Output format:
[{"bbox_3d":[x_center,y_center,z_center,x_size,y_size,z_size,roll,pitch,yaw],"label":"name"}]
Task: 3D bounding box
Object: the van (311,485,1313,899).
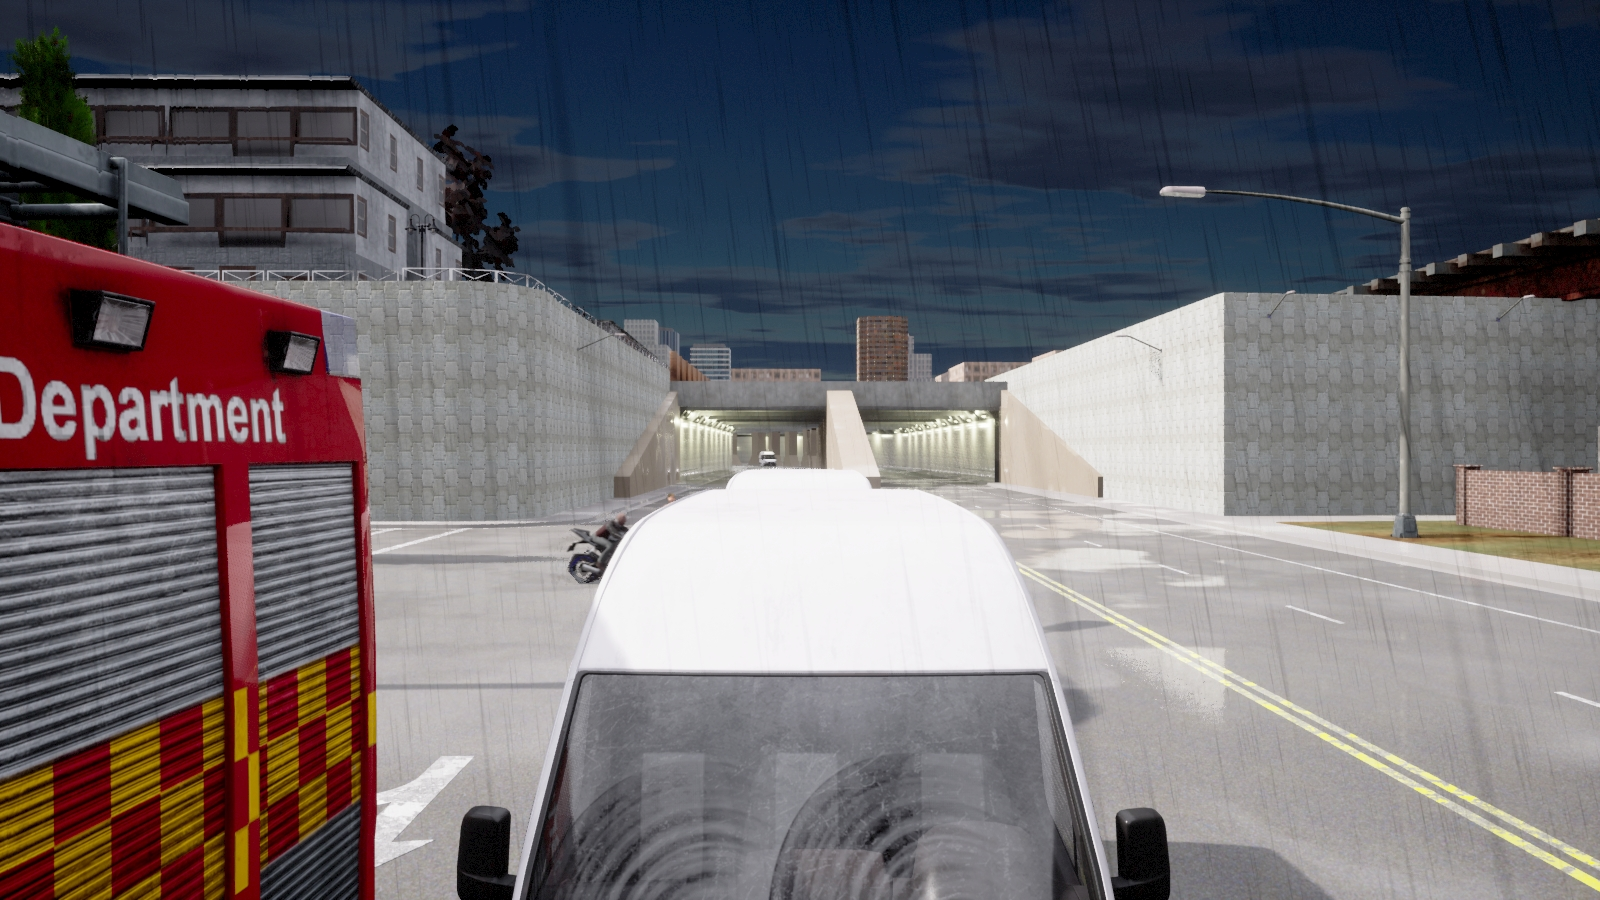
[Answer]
[{"bbox_3d":[0.047,1.534,5.226,1.988,2.561,5.915,0,0,1],"label":"van"}]
